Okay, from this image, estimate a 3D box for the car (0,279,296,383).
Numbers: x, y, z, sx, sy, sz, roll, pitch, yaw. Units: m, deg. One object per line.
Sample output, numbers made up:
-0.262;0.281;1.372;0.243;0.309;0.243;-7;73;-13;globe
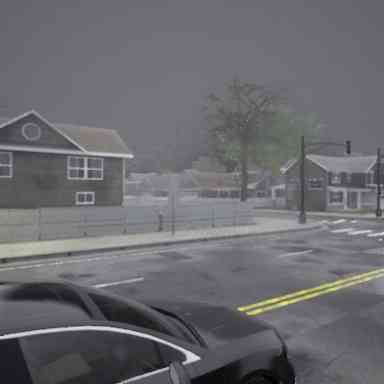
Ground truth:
-1.228;1.507;2.564;4.892;1.490;1.837;0;0;-36;car
